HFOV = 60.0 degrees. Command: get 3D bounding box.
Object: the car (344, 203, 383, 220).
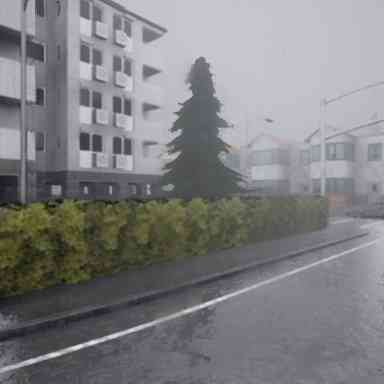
[{"bbox_3d":[15.360,1.617,26.964,5.357,1.411,2.033,0,0,43],"label":"car"}]
